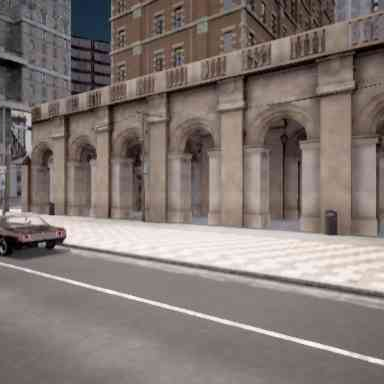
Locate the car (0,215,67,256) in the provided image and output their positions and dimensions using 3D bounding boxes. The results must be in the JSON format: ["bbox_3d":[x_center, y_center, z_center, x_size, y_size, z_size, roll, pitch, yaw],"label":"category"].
[{"bbox_3d":[-7.029,1.552,12.874,4.718,1.301,1.895,0,0,35],"label":"car"}]
